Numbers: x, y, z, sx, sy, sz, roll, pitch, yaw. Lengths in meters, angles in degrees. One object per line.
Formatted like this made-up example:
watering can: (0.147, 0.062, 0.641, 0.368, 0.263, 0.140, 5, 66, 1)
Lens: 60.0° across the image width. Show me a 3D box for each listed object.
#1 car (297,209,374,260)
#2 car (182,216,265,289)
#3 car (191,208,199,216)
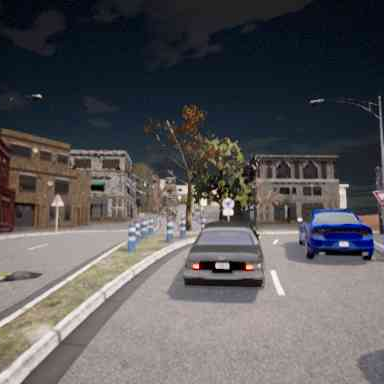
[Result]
car: (4.929, 1.362, 11.934, 1.882, 1.535, 5.008, -2, -1, 14)
car: (1.001, 1.508, 9.161, 2.033, 1.411, 5.357, -1, 0, 9)
car: (-0.183, 5.838, 89.144, 2.128, 1.511, 4.902, -1, 0, 5)
